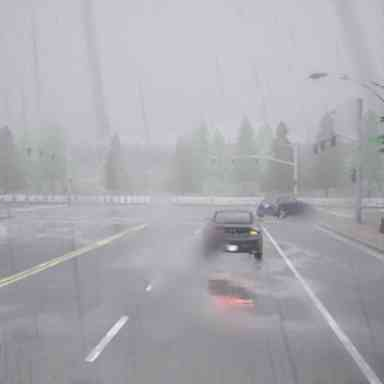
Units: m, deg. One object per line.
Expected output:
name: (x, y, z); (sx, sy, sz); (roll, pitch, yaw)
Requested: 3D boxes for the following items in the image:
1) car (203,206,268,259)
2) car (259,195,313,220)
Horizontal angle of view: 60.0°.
car: (1.485, 1.369, 12.023); (1.837, 1.490, 4.892); (0, 0, 7)
car: (7.227, 1.074, 25.542); (4.553, 1.767, 2.097); (-1, 2, -34)
